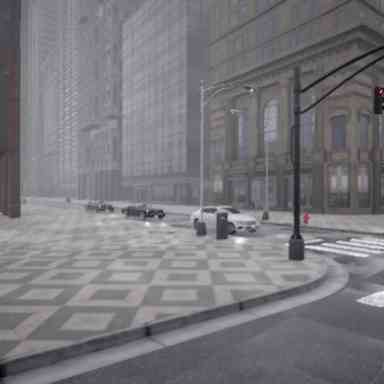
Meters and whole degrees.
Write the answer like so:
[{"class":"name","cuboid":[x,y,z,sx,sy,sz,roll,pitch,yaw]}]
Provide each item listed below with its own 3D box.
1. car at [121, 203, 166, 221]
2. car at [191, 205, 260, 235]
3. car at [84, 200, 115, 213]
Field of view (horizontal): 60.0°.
[{"class":"car","cuboid":[-3.991,1.548,27.165,1.895,1.301,4.718,0,0,-35]},{"class":"car","cuboid":[1.769,1.501,19.050,1.812,1.442,4.674,0,0,-37]},{"class":"car","cuboid":[-9.878,1.523,35.452,1.895,1.301,4.718,0,0,-35]}]
